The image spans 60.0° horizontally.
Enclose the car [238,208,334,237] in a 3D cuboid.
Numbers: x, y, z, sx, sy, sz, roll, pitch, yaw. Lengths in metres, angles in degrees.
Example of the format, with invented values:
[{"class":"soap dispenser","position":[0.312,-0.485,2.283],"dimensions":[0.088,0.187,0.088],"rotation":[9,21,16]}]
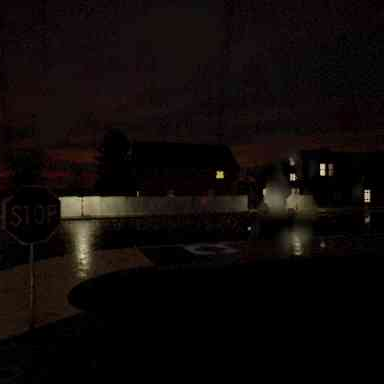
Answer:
[{"class":"car","position":[4.913,1.496,17.179],"dimensions":[4.718,1.301,1.895],"rotation":[0,0,-19]}]
